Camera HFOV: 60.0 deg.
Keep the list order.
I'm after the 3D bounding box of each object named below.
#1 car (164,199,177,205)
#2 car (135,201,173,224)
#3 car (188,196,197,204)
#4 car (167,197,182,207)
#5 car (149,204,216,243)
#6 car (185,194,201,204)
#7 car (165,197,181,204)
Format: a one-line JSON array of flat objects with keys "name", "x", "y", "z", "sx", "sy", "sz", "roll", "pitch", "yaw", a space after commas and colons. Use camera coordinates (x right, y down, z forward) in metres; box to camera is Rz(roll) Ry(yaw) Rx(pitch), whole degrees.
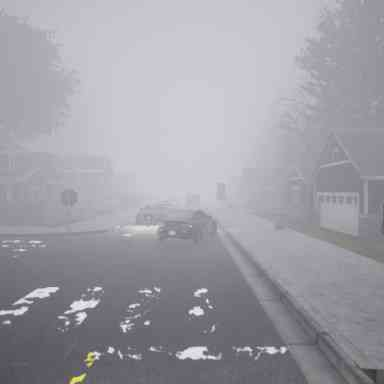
[{"name": "car", "x": -2.824, "y": 1.618, "z": 33.305, "sx": 1.895, "sy": 1.301, "sz": 4.718, "roll": 0, "pitch": 0, "yaw": 0}, {"name": "car", "x": -2.839, "y": 1.576, "z": 24.448, "sx": 1.994, "sy": 1.385, "sz": 4.181, "roll": 0, "pitch": 0, "yaw": 3}, {"name": "car", "x": 0.149, "y": 1.568, "z": 69.268, "sx": 1.882, "sy": 1.535, "sz": 5.008, "roll": 0, "pitch": 0, "yaw": 0}, {"name": "car", "x": -2.775, "y": 1.535, "z": 52.907, "sx": 2.128, "sy": 1.511, "sz": 4.902, "roll": 0, "pitch": 0, "yaw": 0}, {"name": "car", "x": -0.132, "y": 1.534, "z": 16.051, "sx": 1.812, "sy": 1.442, "sz": 4.674, "roll": 1, "pitch": 0, "yaw": 18}, {"name": "car", "x": 0.137, "y": 1.261, "z": 50.973, "sx": 2.150, "sy": 2.045, "sz": 5.566, "roll": 0, "pitch": 0, "yaw": 0}, {"name": "car", "x": -2.820, "y": 1.503, "z": 42.468, "sx": 1.882, "sy": 1.535, "sz": 5.008, "roll": 0, "pitch": 0, "yaw": 0}]
